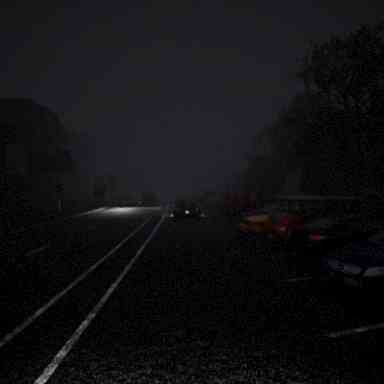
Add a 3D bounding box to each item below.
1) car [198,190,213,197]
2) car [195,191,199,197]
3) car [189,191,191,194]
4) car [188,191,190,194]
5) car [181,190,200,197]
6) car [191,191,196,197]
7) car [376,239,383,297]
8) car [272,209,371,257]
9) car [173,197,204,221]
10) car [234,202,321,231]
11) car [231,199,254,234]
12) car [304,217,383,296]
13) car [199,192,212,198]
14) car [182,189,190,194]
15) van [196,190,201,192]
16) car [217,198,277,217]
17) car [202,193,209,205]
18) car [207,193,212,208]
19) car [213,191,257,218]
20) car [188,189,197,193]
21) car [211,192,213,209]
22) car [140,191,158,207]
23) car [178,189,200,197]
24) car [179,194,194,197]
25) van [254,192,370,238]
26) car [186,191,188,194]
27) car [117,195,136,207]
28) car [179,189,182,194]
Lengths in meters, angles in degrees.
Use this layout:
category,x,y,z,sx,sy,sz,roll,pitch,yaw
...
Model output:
category,x,y,z,sx,sy,sz,roll,pitch,yaw
car,3.758,0.990,46.266,4.553,1.767,2.185,1,0,-24
car,3.601,1.099,49.235,5.008,1.535,2.097,1,1,-24
car,2.682,1.039,61.090,5.008,1.535,2.097,1,0,-25
car,2.602,1.024,64.129,5.366,1.575,1.946,1,0,-25
car,-0.363,0.508,90.667,4.553,1.767,2.185,0,2,-27
car,2.941,1.054,58.123,5.008,1.535,2.097,1,1,-25
car,5.280,1.485,4.754,4.674,1.452,2.002,1,0,-21
car,5.214,1.430,10.656,4.674,1.452,2.002,1,0,-21
car,-0.397,1.344,25.002,1.994,1.385,4.181,0,0,-2
car,5.021,1.349,19.564,4.674,1.452,2.002,1,1,-22
car,4.925,1.330,16.525,5.366,1.575,1.946,1,1,-22
car,5.235,1.457,7.702,4.674,1.452,2.002,0,1,-21
car,3.967,1.134,43.309,5.008,1.535,2.097,1,0,-24
car,1.326,0.692,75.898,5.566,2.045,2.435,0,0,-26
van,3.492,0.859,52.255,4.442,1.987,1.878,1,0,-24
car,4.721,1.276,28.469,4.674,1.452,2.002,1,1,-23
car,4.117,1.182,40.330,4.792,1.488,2.163,1,1,-23
car,4.465,1.194,34.404,4.892,1.521,2.231,1,1,-23
car,4.859,1.009,25.515,5.566,2.045,2.435,1,0,-22
car,2.198,0.886,67.015,4.553,1.767,2.185,1,1,-25
car,4.562,1.088,31.431,4.553,1.767,2.185,1,0,-23
car,-5.678,0.878,44.274,2.150,2.045,5.566,0,0,-3
car,-0.786,0.294,93.577,5.566,2.045,2.435,0,2,-27
car,-1.193,1.263,41.911,1.895,1.301,4.718,0,0,-3
van,5.058,1.135,13.577,4.442,1.987,1.878,1,1,-21
car,1.885,0.996,69.966,5.008,1.535,2.097,0,0,-26
car,-8.405,1.159,42.896,2.128,1.511,4.902,0,0,-3
car,0.300,0.537,84.730,5.566,2.045,2.435,0,2,-27
